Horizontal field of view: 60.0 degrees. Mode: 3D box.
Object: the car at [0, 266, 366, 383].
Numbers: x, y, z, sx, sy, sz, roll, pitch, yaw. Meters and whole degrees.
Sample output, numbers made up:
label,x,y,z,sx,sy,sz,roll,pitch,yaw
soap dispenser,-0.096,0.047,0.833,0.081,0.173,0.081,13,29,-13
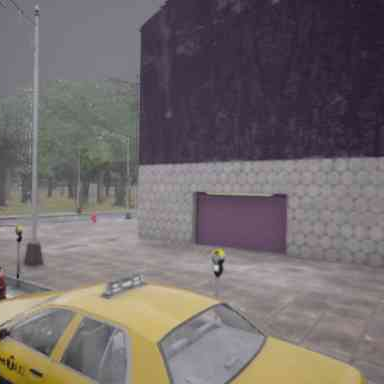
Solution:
label,x,y,z,sx,sy,sz,roll,pitch,yaw
car,-0.866,1.524,3.408,4.829,1.417,1.752,0,1,36
